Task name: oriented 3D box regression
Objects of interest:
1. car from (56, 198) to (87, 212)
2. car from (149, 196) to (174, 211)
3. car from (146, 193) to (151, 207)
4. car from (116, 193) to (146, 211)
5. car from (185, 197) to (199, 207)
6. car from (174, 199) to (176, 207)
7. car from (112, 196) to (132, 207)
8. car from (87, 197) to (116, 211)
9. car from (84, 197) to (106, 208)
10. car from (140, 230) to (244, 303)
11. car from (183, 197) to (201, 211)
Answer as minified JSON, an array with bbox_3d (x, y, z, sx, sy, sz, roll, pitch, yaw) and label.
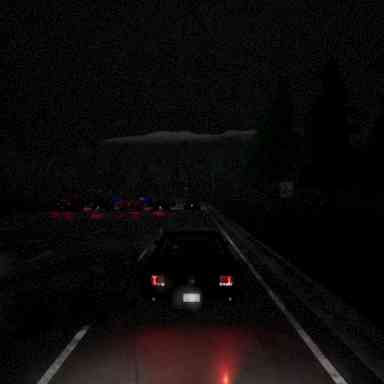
[{"bbox_3d":[-14.004,1.456,38.189,1.812,1.442,4.674,0,0,0],"label":"car"},{"bbox_3d":[-3.496,1.433,39.157,1.837,1.490,4.892,0,0,0],"label":"car"},{"bbox_3d":[-7.002,1.133,48.788,2.150,2.045,5.566,0,0,0],"label":"car"},{"bbox_3d":[-6.999,1.281,38.843,2.097,1.767,4.553,0,0,0],"label":"car"},{"bbox_3d":[0.006,1.474,49.538,1.994,1.385,4.181,0,0,0],"label":"car"},{"bbox_3d":[-3.489,1.474,49.545,1.994,1.385,4.181,0,0,0],"label":"car"},{"bbox_3d":[-10.495,1.387,49.937,1.882,1.535,5.008,0,0,0],"label":"car"},{"bbox_3d":[-10.490,1.433,39.658,1.837,1.490,4.892,0,0,0],"label":"car"},{"bbox_3d":[-14.005,1.438,48.392,1.812,1.442,4.674,0,0,0],"label":"car"},{"bbox_3d":[-0.001,1.586,8.111,1.895,1.301,4.718,0,0,0],"label":"car"},{"bbox_3d":[0.006,1.492,39.619,1.994,1.385,4.181,0,0,0],"label":"car"}]
